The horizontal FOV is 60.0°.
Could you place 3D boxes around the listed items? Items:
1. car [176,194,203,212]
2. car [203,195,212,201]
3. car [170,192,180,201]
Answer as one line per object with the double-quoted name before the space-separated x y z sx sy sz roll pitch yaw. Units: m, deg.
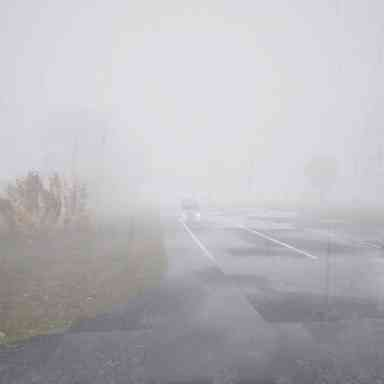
"car" -0.310 1.352 36.495 1.882 1.535 5.008 0 0 -6
"car" 3.052 1.252 70.515 1.994 1.385 4.181 0 0 -6
"car" -3.644 0.933 72.230 2.150 2.045 5.566 0 0 -2
